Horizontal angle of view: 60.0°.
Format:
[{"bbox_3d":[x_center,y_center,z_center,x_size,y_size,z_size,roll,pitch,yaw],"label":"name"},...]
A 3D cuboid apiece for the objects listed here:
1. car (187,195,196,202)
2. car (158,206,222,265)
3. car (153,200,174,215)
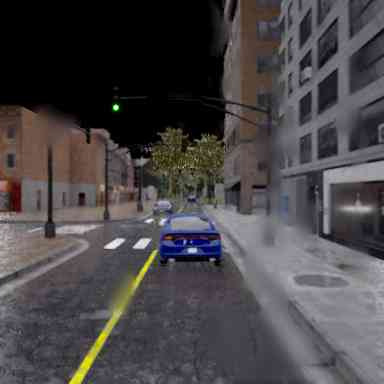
[{"bbox_3d":[-0.057,1.504,73.457,1.882,1.535,5.008,0,0,0],"label":"car"},{"bbox_3d":[-0.152,1.487,11.777,1.882,1.535,5.008,0,0,-4],"label":"car"},{"bbox_3d":[-2.867,1.565,34.289,1.812,1.442,4.674,0,0,1],"label":"car"}]
